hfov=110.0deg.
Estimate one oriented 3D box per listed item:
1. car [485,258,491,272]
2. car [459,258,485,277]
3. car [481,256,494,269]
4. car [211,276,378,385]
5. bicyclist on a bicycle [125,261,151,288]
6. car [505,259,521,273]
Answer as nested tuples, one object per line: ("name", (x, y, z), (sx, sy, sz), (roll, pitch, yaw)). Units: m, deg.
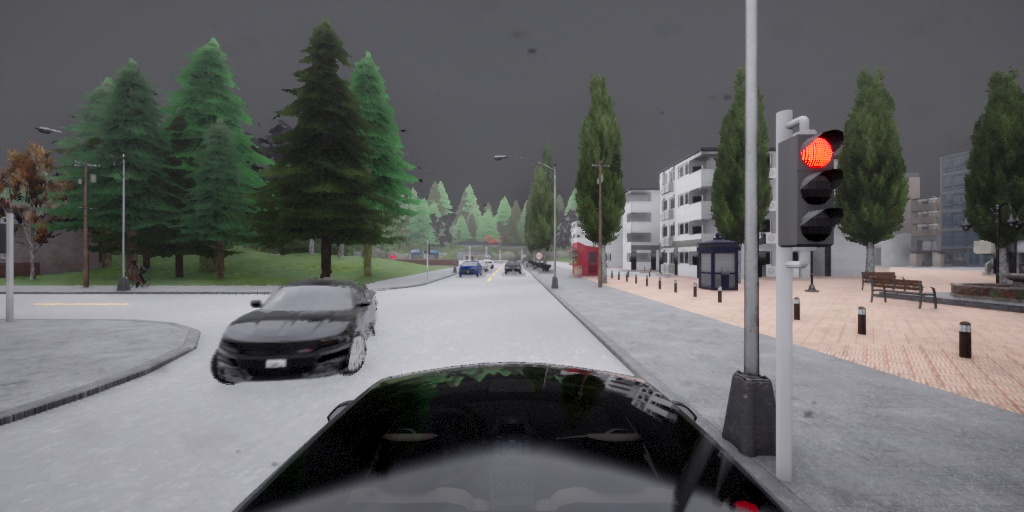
("car", (-4.070, 1.276, 45.989), (1.812, 1.442, 4.674), (0, 0, 0))
("car", (-4.089, 1.228, 35.828), (1.882, 1.535, 5.008), (0, 0, 0))
("car", (-4.025, 0.971, 56.389), (2.150, 2.045, 5.566), (0, 0, 0))
("car", (-3.935, 1.228, 7.417), (1.882, 1.535, 5.008), (2, 0, -15))
("bicyclist on a bicycle", (-22.137, 1.099, 21.137), (0.582, 1.620, 1.656), (0, 0, 0))
("car", (0.118, 1.351, 42.856), (1.895, 1.301, 4.718), (0, 0, 0))
